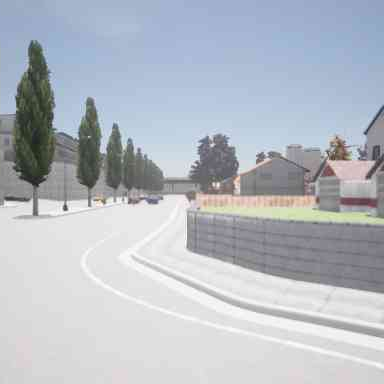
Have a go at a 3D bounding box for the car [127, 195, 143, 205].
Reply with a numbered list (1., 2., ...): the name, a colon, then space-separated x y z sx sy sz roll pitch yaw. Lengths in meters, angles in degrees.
1. car: -10.557 1.542 60.444 1.812 1.442 4.674 0 0 -1

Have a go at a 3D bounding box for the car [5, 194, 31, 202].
1. car: -31.961 1.162 60.587 4.718 1.301 1.895 5 0 0

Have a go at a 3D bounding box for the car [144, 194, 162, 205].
1. car: -7.058 1.493 60.533 1.882 1.535 5.008 0 0 -1

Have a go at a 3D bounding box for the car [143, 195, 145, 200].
1. car: -10.957 1.358 76.299 1.895 1.301 4.718 0 0 -1

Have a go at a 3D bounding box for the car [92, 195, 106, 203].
1. car: -18.733 1.353 67.328 1.882 1.535 5.008 0 0 -1

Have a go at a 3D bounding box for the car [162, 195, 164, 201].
1. car: -7.458 1.287 76.357 1.812 1.442 4.674 0 0 -1
